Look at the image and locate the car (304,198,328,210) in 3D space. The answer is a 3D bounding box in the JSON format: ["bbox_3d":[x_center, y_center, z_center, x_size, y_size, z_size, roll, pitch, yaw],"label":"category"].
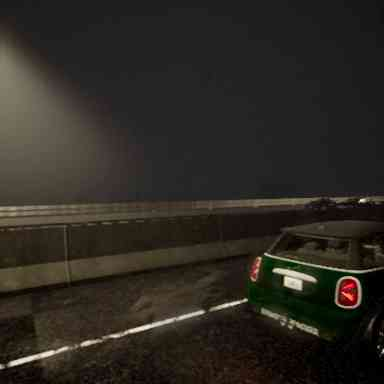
[{"bbox_3d":[13.657,1.353,34.824,4.181,1.385,1.994,0,0,-34],"label":"car"}]

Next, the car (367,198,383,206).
[{"bbox_3d":[17.809,1.268,29.185,5.008,1.535,1.882,0,0,-34],"label":"car"}]

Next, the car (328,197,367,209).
[{"bbox_3d":[15.775,1.282,32.033,4.902,1.511,2.128,0,0,-34],"label":"car"}]

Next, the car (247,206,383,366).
[{"bbox_3d":[3.177,1.308,5.983,4.553,1.767,2.097,0,0,-35],"label":"car"}]
